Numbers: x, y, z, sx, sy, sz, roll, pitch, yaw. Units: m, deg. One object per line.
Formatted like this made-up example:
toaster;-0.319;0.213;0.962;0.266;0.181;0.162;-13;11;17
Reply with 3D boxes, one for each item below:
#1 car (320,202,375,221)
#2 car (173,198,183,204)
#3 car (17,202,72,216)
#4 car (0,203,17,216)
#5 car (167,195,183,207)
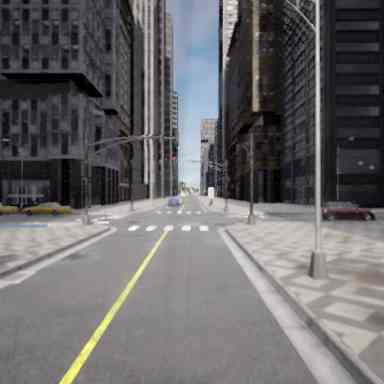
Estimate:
car;11.901;1.485;25.745;4.097;1.590;1.967;0;0;0
car;-2.982;1.873;71.377;1.895;1.301;4.718;0;0;0
car;-15.008;1.701;34.439;4.829;1.417;1.752;0;0;0
car;-20.610;1.716;34.474;4.829;1.417;1.752;0;0;0
car;-3.041;1.691;56.049;1.882;1.535;5.008;0;0;1
